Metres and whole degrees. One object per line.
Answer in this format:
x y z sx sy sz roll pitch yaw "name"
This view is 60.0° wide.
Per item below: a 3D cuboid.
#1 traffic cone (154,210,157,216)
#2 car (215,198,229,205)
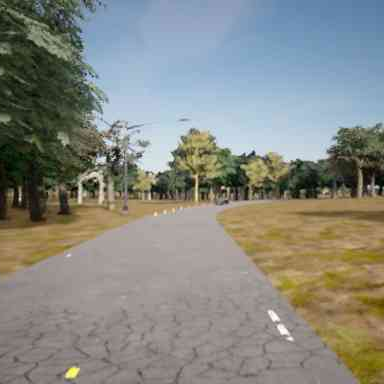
-3.744 2.181 34.267 0.340 0.580 0.340 0 0 5 "traffic cone"
6.164 1.942 68.609 1.882 1.535 5.008 0 0 20 "car"
